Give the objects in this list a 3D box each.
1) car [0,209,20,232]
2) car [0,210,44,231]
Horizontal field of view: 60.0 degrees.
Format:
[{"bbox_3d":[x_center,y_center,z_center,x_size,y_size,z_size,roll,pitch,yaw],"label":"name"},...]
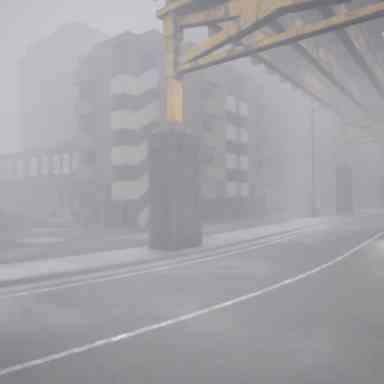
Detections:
[{"bbox_3d":[-15.714,2.214,25.520,1.851,1.617,3.988,-1,-1,38],"label":"car"},{"bbox_3d":[-13.401,2.172,23.605,2.033,1.415,5.357,-1,-1,38],"label":"car"}]
